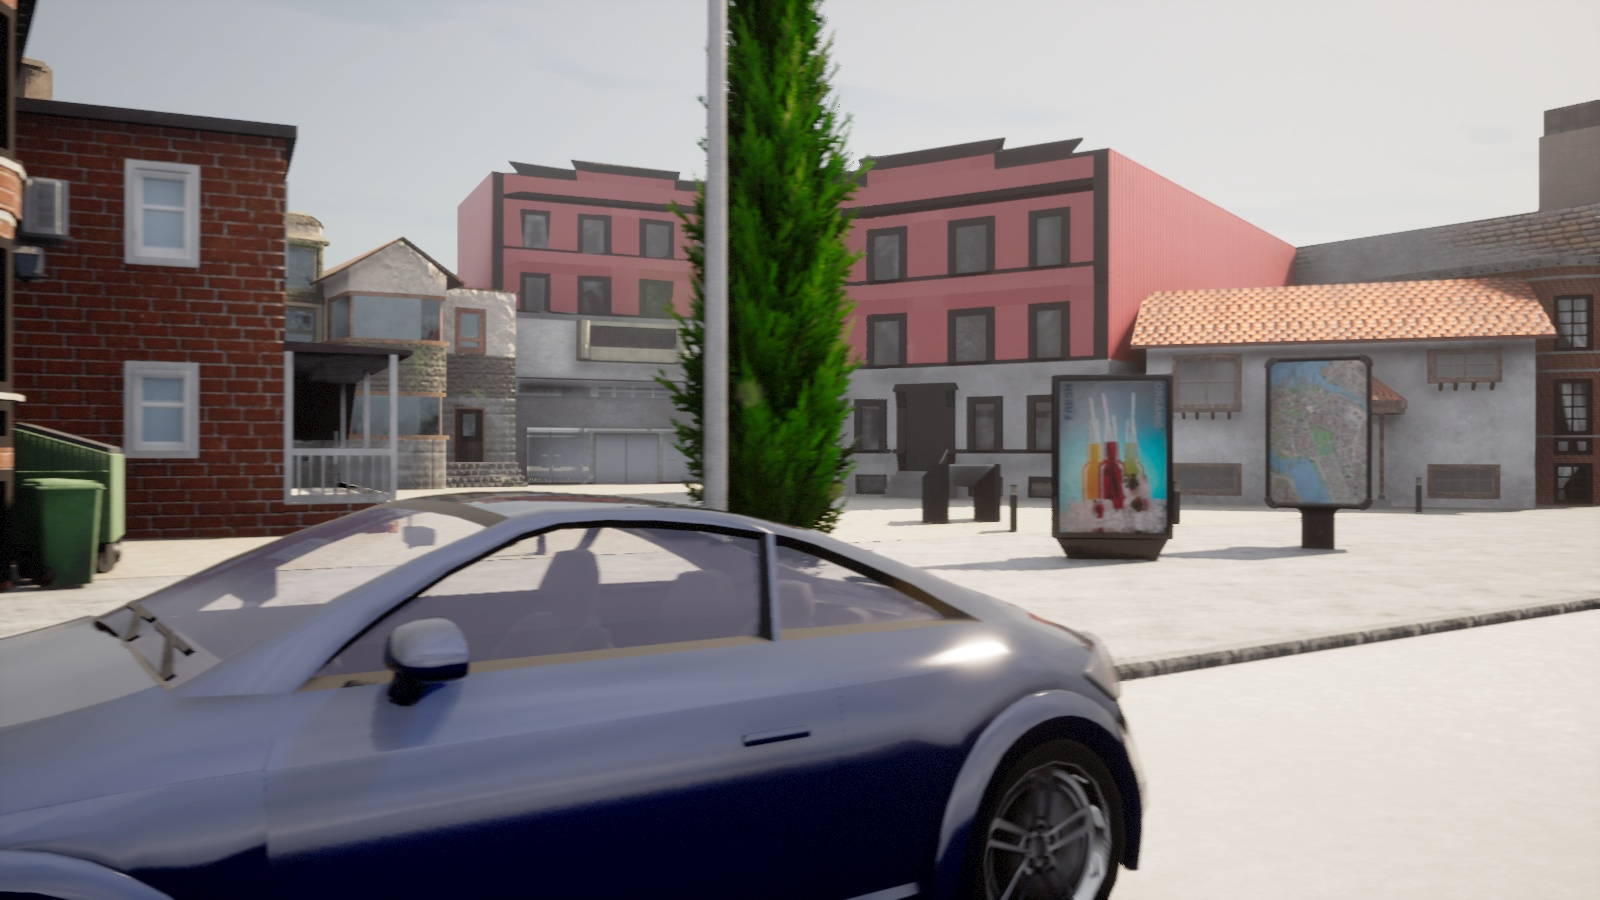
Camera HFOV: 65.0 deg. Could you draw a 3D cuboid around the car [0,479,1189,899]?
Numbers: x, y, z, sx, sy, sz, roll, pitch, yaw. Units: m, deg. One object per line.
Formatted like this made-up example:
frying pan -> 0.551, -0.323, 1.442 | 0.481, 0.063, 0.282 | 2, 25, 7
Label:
car -> -1.084, 0.820, 3.513 | 4.181, 1.385, 1.994 | 0, 0, -35
